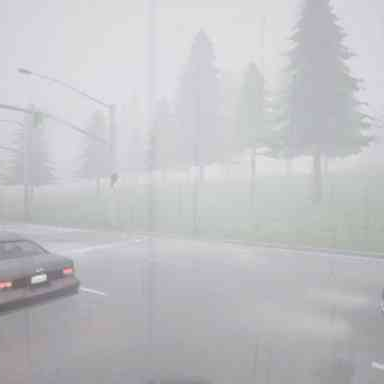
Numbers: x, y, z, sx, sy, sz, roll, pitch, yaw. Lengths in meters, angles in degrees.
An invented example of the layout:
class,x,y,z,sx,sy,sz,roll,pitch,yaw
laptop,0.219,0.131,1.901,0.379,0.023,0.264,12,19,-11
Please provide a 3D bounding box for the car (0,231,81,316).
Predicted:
class,x,y,z,sx,sy,sz,roll,pitch,yaw
car,-4.734,1.591,7.338,5.357,1.411,2.033,0,0,36

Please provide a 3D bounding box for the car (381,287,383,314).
class,x,y,z,sx,sy,sz,roll,pitch,yaw
car,5.352,1.496,4.474,4.892,1.490,1.837,0,0,36
